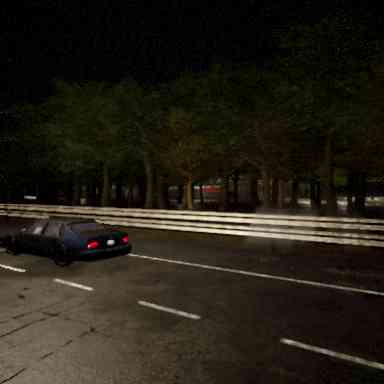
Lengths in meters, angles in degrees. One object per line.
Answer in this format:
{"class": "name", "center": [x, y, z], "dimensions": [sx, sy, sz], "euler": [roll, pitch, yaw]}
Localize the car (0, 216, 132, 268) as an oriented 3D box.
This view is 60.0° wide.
{"class": "car", "center": [-4.460, 1.549, 11.357], "dimensions": [5.357, 1.411, 2.033], "euler": [0, 0, 36]}
